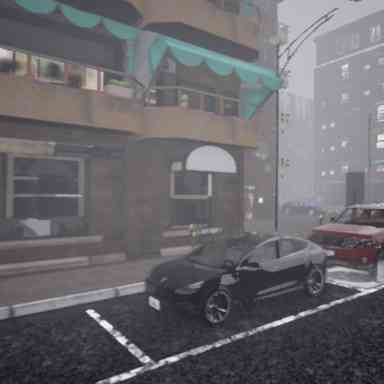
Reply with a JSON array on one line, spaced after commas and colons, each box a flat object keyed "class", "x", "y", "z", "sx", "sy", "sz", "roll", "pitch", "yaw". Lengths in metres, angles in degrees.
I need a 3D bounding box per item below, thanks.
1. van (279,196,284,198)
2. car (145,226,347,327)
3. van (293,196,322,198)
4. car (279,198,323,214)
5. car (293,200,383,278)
[{"class": "van", "x": 10.501, "y": 1.386, "z": 44.389, "sx": 1.690, "sy": 1.788, "sz": 3.998, "roll": 1, "pitch": 0, "yaw": -35}, {"class": "car", "x": 1.126, "y": 1.557, "z": 7.057, "sx": 4.313, "sy": 1.339, "sz": 1.947, "roll": 0, "pitch": 1, "yaw": -35}, {"class": "van", "x": 13.677, "y": 1.375, "z": 39.782, "sx": 1.690, "sy": 1.788, "sz": 3.998, "roll": 1, "pitch": 0, "yaw": -35}, {"class": "car", "x": 10.363, "y": 1.491, "z": 30.703, "sx": 2.008, "sy": 1.369, "sz": 4.403, "roll": 1, "pitch": 0, "yaw": -35}, {"class": "car", "x": 5.725, "y": 1.295, "z": 10.331, "sx": 5.009, "sy": 1.841, "sz": 2.192, "roll": 0, "pitch": 1, "yaw": -35}]
